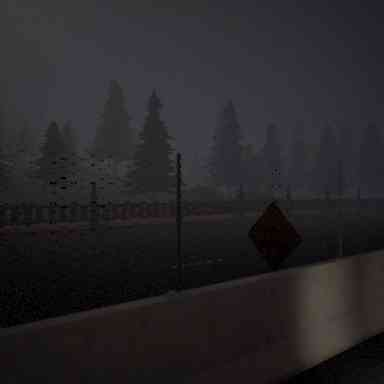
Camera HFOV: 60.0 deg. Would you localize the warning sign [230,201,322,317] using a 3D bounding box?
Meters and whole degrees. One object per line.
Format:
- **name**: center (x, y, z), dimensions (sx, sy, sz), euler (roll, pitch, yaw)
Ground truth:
- **warning sign**: center (1.550, 1.114, 6.265), dimensions (1.060, 1.860, 1.300), euler (0, 0, -35)
